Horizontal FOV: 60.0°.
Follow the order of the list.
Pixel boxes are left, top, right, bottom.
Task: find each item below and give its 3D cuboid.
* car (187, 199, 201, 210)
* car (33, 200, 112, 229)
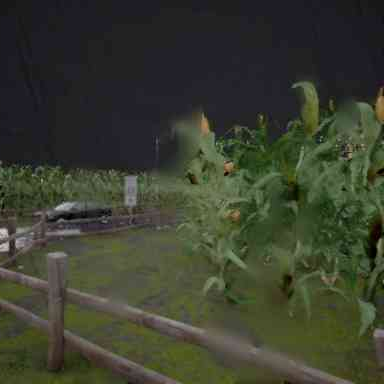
[{"bbox_3d":[1.446,1.217,32.878,2.128,1.511,4.902,1,1,36],"label":"car"},{"bbox_3d":[-7.287,1.301,20.685,1.882,1.535,5.008,1,1,36],"label":"car"}]
